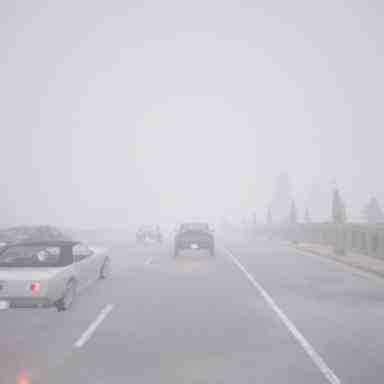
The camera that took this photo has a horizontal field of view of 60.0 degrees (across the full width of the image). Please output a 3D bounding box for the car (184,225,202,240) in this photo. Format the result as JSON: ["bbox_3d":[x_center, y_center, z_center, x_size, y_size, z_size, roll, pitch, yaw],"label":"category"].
[{"bbox_3d":[0.123,4.474,36.552,1.837,1.490,4.892,0,-7,0],"label":"car"}]

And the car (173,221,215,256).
[{"bbox_3d":[0.111,2.242,16.522,1.837,1.490,4.892,0,-5,0],"label":"car"}]

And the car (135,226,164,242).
[{"bbox_3d":[-3.382,3.447,27.381,1.895,1.301,4.718,0,-7,0],"label":"car"}]

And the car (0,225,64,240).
[{"bbox_3d":[-6.891,2.143,14.592,2.033,1.411,5.357,0,-4,0],"label":"car"}]

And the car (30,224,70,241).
[{"bbox_3d":[-14.067,4.077,33.294,1.837,1.490,4.892,0,-7,0],"label":"car"}]

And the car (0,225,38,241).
[{"bbox_3d":[-17.571,4.085,33.011,2.033,1.411,5.357,0,-7,0],"label":"car"}]

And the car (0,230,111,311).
[{"bbox_3d":[-3.394,1.825,8.159,1.895,1.301,4.718,0,-3,0],"label":"car"}]
